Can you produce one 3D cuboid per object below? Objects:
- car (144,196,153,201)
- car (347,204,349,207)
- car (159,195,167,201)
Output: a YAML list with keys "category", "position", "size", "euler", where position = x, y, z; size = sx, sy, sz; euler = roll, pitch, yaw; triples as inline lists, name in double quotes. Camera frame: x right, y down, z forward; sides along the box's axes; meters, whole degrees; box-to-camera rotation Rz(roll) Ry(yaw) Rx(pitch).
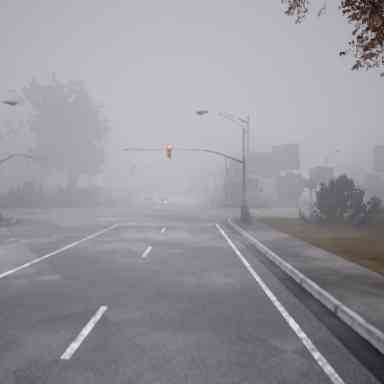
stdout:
- category: "car"
  position: [-10.803, 1.584, 82.870]
  size: [2.033, 1.411, 5.357]
  euler: [0, 0, -2]
- category: "car"
  position: [15.235, 1.619, 32.977]
  size: [4.181, 1.385, 1.994]
  euler: [0, 0, -3]
- category: "car"
  position: [-7.310, 1.543, 83.111]
  size: [1.837, 1.490, 4.892]
  euler: [0, 0, -2]
